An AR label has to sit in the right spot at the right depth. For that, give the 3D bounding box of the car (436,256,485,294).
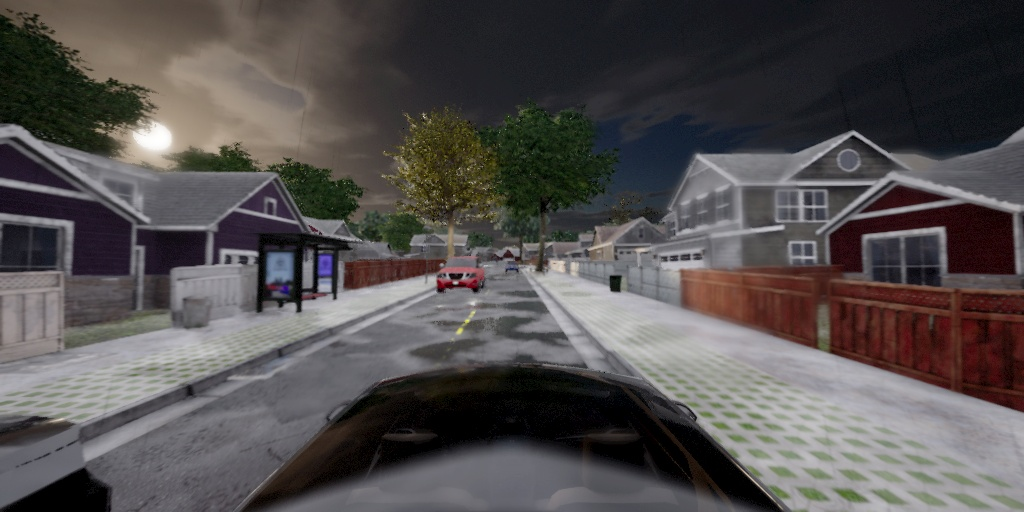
[{"bbox_3d":[-2.785,1.001,20.643,2.150,2.045,5.566,0,0,1],"label":"car"}]

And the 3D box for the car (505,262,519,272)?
[{"bbox_3d":[0.005,1.442,47.785,2.033,1.411,5.357,0,0,0],"label":"car"}]
